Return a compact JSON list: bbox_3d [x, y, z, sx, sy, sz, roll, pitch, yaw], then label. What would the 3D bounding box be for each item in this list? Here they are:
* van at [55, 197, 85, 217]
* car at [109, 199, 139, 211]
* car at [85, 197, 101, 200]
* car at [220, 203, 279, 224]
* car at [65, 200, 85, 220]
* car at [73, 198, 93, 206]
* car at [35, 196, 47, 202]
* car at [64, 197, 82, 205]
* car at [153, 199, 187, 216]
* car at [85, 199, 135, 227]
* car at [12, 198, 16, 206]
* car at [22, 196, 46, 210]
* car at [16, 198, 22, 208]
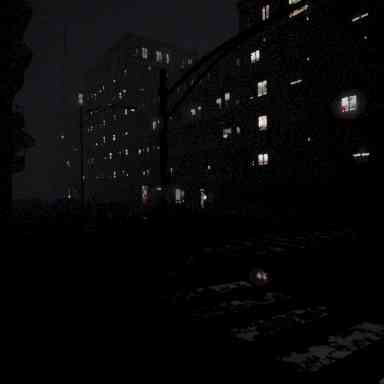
[{"bbox_3d":[-12.308,1.483,32.922,1.690,1.788,3.998,-1,1,-36],"label":"van"},{"bbox_3d":[-8.708,1.581,42.299,2.008,1.369,4.403,-1,1,-36],"label":"car"},{"bbox_3d":[-15.148,1.502,51.302,1.967,1.590,4.097,-1,1,-36],"label":"car"},{"bbox_3d":[4.069,1.498,24.431,1.752,1.417,4.829,-1,1,-36],"label":"car"},{"bbox_3d":[-8.988,1.652,28.284,1.752,1.417,4.829,-1,1,-36],"label":"car"},{"bbox_3d":[-18.365,1.643,55.805,1.947,1.339,4.313,-1,1,-36],"label":"car"},{"bbox_3d":[-37.679,1.728,82.816,1.887,1.381,4.507,-1,1,-36],"label":"car"},{"bbox_3d":[-21.584,1.645,60.307,2.008,1.369,4.403,-1,1,-36],"label":"car"},{"bbox_3d":[-2.271,1.441,33.295,1.967,1.590,4.097,-1,1,-36],"label":"car"},{"bbox_3d":[-5.869,1.553,23.921,1.967,1.590,4.097,-1,1,-36],"label":"car"},{"bbox_3d":[-31.619,1.782,59.935,1.887,1.381,4.507,-1,1,-36],"label":"car"},{"bbox_3d":[-21.964,1.628,46.429,1.967,1.590,4.097,-1,1,-36],"label":"car"},{"bbox_3d":[-25.181,1.769,50.931,1.947,1.339,4.313,-1,1,-36],"label":"car"}]
